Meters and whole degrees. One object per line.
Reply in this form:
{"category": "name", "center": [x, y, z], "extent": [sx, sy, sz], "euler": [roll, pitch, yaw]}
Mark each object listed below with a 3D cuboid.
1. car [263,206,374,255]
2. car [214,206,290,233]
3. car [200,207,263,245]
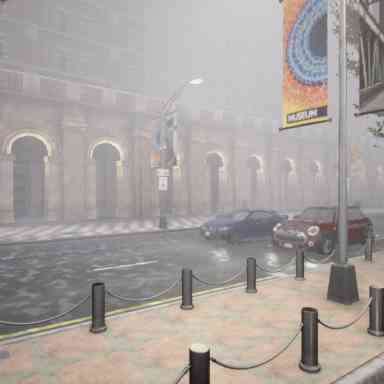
{"category": "car", "center": [5.305, 1.351, 13.379], "extent": [4.553, 1.767, 2.097], "euler": [0, 0, -36]}
{"category": "car", "center": [3.756, 1.595, 20.467], "extent": [4.718, 1.301, 1.895], "euler": [0, 0, -36]}
{"category": "car", "center": [2.564, 1.526, 15.709], "extent": [4.674, 1.442, 1.812], "euler": [0, 0, -36]}
